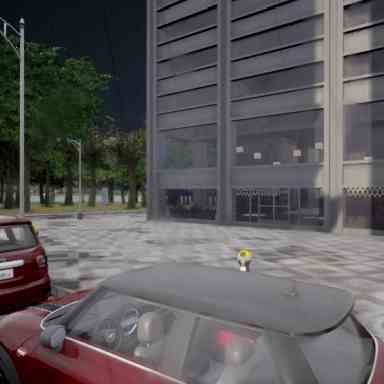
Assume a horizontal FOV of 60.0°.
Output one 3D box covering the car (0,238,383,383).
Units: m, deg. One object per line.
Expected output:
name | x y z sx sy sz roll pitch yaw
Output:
car | -0.317 1.440 3.189 4.097 1.590 1.967 0 0 35

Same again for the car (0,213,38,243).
car | -4.744 1.315 6.346 5.009 1.841 2.192 0 0 35
